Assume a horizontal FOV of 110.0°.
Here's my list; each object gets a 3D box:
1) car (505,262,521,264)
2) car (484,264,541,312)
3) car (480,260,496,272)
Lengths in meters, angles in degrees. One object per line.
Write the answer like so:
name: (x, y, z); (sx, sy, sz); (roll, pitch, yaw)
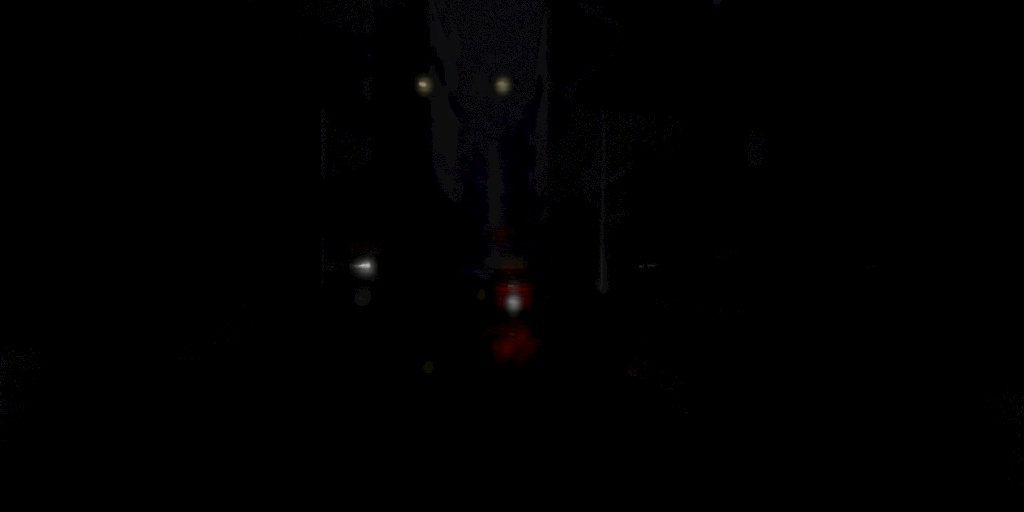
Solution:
car: (0.075, 1.229, 30.626); (1.882, 1.535, 5.008); (0, 0, 0)
car: (0.072, 1.257, 14.171); (1.837, 1.490, 4.892); (0, 0, 0)
car: (-3.077, 1.278, 46.316); (1.812, 1.442, 4.674); (0, 0, 0)
